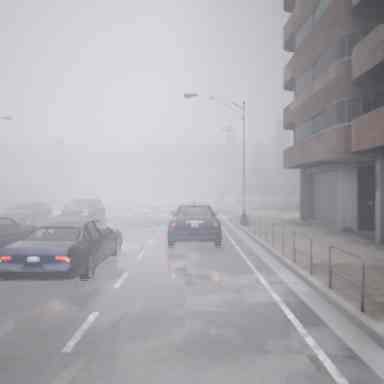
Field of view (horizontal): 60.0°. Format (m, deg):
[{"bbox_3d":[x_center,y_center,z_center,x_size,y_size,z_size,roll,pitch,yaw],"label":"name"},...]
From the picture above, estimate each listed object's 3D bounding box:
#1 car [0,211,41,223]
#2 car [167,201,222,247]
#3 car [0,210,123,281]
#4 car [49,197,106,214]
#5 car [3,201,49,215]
[{"bbox_3d":[-7.069,1.512,10.865,1.895,1.301,4.718,0,0,0],"label":"car"},{"bbox_3d":[0.100,1.234,14.486,2.097,1.767,4.553,0,0,0],"label":"car"},{"bbox_3d":[-3.400,1.468,9.635,2.033,1.411,5.357,0,0,0],"label":"car"},{"bbox_3d":[-7.002,1.176,21.361,2.097,1.767,4.553,0,1,0],"label":"car"},{"bbox_3d":[-10.504,1.340,21.138,1.837,1.490,4.892,0,0,0],"label":"car"}]
